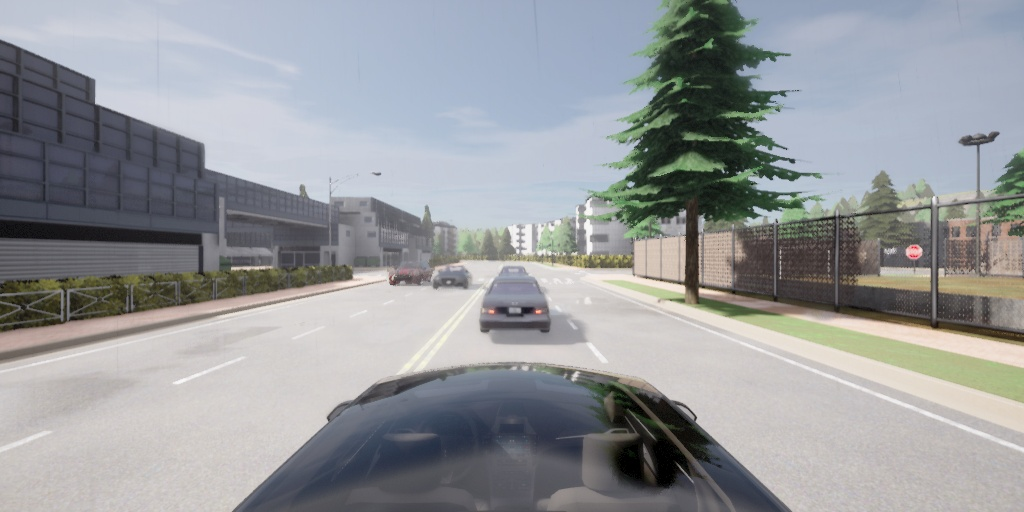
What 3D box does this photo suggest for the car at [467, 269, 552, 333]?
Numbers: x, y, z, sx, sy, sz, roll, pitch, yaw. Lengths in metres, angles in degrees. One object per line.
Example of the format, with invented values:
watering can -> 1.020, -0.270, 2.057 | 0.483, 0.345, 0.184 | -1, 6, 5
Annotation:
car -> 0.085, 1.286, 10.669 | 2.033, 1.411, 5.357 | 0, 0, 0

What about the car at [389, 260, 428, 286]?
car -> -7.020, 1.125, 25.265 | 2.097, 1.767, 4.553 | 0, 0, 0

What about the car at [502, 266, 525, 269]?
car -> 0.082, 1.273, 21.002 | 2.033, 1.411, 5.357 | 0, 0, 0

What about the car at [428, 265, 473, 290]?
car -> -3.552, 1.288, 22.082 | 1.994, 1.385, 4.181 | 0, 0, 0
